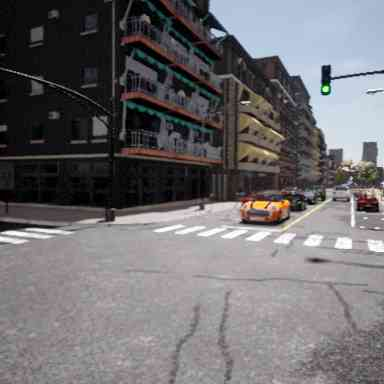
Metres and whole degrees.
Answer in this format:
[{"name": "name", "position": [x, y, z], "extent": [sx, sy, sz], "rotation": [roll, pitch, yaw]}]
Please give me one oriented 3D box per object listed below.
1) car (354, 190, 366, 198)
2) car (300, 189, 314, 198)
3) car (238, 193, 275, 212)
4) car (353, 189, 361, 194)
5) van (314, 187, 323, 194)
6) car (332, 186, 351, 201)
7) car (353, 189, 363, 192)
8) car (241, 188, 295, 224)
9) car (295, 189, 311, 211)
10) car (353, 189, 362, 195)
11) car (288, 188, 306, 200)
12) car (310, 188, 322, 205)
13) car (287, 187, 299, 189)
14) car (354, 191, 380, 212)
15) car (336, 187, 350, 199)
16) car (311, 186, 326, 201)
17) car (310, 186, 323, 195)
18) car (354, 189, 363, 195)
[{"name": "car", "position": [30.186, 0.317, 59.933], "extent": [1.887, 1.381, 4.507], "rotation": [1, 1, 26]}, {"name": "car", "position": [20.191, 0.236, 58.408], "extent": [1.802, 1.307, 4.206], "rotation": [1, 1, 26]}, {"name": "car", "position": [5.496, 0.796, 27.870], "extent": [1.887, 1.381, 4.507], "rotation": [1, 1, 26]}, {"name": "car", "position": [42.431, -0.135, 85.382], "extent": [1.802, 1.307, 4.206], "rotation": [1, 1, 26]}, {"name": "van", "position": [29.987, -0.399, 78.760], "extent": [1.690, 1.788, 3.998], "rotation": [1, 1, 26]}, {"name": "car", "position": [21.068, 0.204, 46.830], "extent": [2.150, 2.045, 5.566], "rotation": [2, 2, 26]}, {"name": "car", "position": [25.287, 0.521, 49.754], "extent": [2.008, 1.369, 4.403], "rotation": [1, 1, 26]}, {"name": "car", "position": [4.485, 0.810, 19.762], "extent": [2.097, 1.767, 4.553], "rotation": [2, 2, 26]}, {"name": "car", "position": [8.820, 0.784, 28.772], "extent": [1.837, 1.490, 4.892], "rotation": [2, 2, 26]}, {"name": "car", "position": [39.982, -0.075, 80.291], "extent": [1.887, 1.381, 4.507], "rotation": [1, 1, 26]}, {"name": "car", "position": [15.292, 0.293, 48.225], "extent": [1.967, 1.590, 4.097], "rotation": [1, 1, 26]}, {"name": "car", "position": [13.301, 0.644, 38.076], "extent": [2.033, 1.411, 5.357], "rotation": [2, 2, 26]}, {"name": "car", "position": [12.844, 0.267, 43.134], "extent": [2.192, 1.841, 5.009], "rotation": [1, 1, 26]}, {"name": "car", "position": [15.490, 0.913, 29.397], "extent": [1.887, 1.381, 4.507], "rotation": [1, 1, 26]}, {"name": "car", "position": [25.707, 0.147, 56.482], "extent": [2.097, 1.767, 4.553], "rotation": [2, 2, 26]}, {"name": "car", "position": [17.817, 0.138, 47.344], "extent": [2.150, 2.045, 5.566], "rotation": [2, 2, 27]}, {"name": "car", "position": [27.539, -0.327, 73.671], "extent": [2.192, 1.841, 5.009], "rotation": [1, 1, 26]}, {"name": "car", "position": [37.607, 0.000, 75.355], "extent": [1.752, 1.417, 4.829], "rotation": [1, 1, 26]}]
